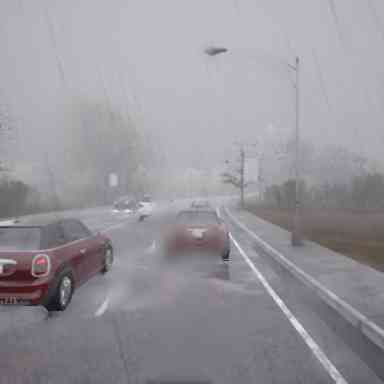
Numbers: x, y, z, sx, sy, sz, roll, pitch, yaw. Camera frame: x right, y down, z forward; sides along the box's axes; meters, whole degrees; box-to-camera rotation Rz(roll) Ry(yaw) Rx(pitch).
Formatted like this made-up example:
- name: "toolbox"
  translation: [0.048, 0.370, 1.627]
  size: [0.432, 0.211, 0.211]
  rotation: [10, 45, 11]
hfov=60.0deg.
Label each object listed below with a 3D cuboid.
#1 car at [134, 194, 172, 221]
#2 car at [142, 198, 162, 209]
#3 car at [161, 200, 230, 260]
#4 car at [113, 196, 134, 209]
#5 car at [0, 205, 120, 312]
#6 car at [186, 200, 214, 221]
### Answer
- name: "car"
  translation: [-2.829, 1.203, 27.006]
  size: [2.150, 2.045, 5.566]
  rotation: [0, 0, 3]
- name: "car"
  translation: [-5.355, 1.535, 45.006]
  size: [1.994, 1.385, 4.181]
  rotation: [0, 0, 5]
- name: "car"
  translation: [0.219, 1.346, 12.553]
  size: [2.097, 1.767, 4.553]
  rotation: [0, 0, 1]
- name: "car"
  translation: [-8.915, 1.322, 44.363]
  size: [2.097, 1.767, 4.553]
  rotation: [0, 0, 5]
- name: "car"
  translation: [-3.374, 1.345, 7.870]
  size: [2.097, 1.767, 4.553]
  rotation: [0, 0, 1]
- name: "car"
  translation: [0.724, 1.475, 27.911]
  size: [2.128, 1.511, 4.902]
  rotation: [0, 0, 3]
